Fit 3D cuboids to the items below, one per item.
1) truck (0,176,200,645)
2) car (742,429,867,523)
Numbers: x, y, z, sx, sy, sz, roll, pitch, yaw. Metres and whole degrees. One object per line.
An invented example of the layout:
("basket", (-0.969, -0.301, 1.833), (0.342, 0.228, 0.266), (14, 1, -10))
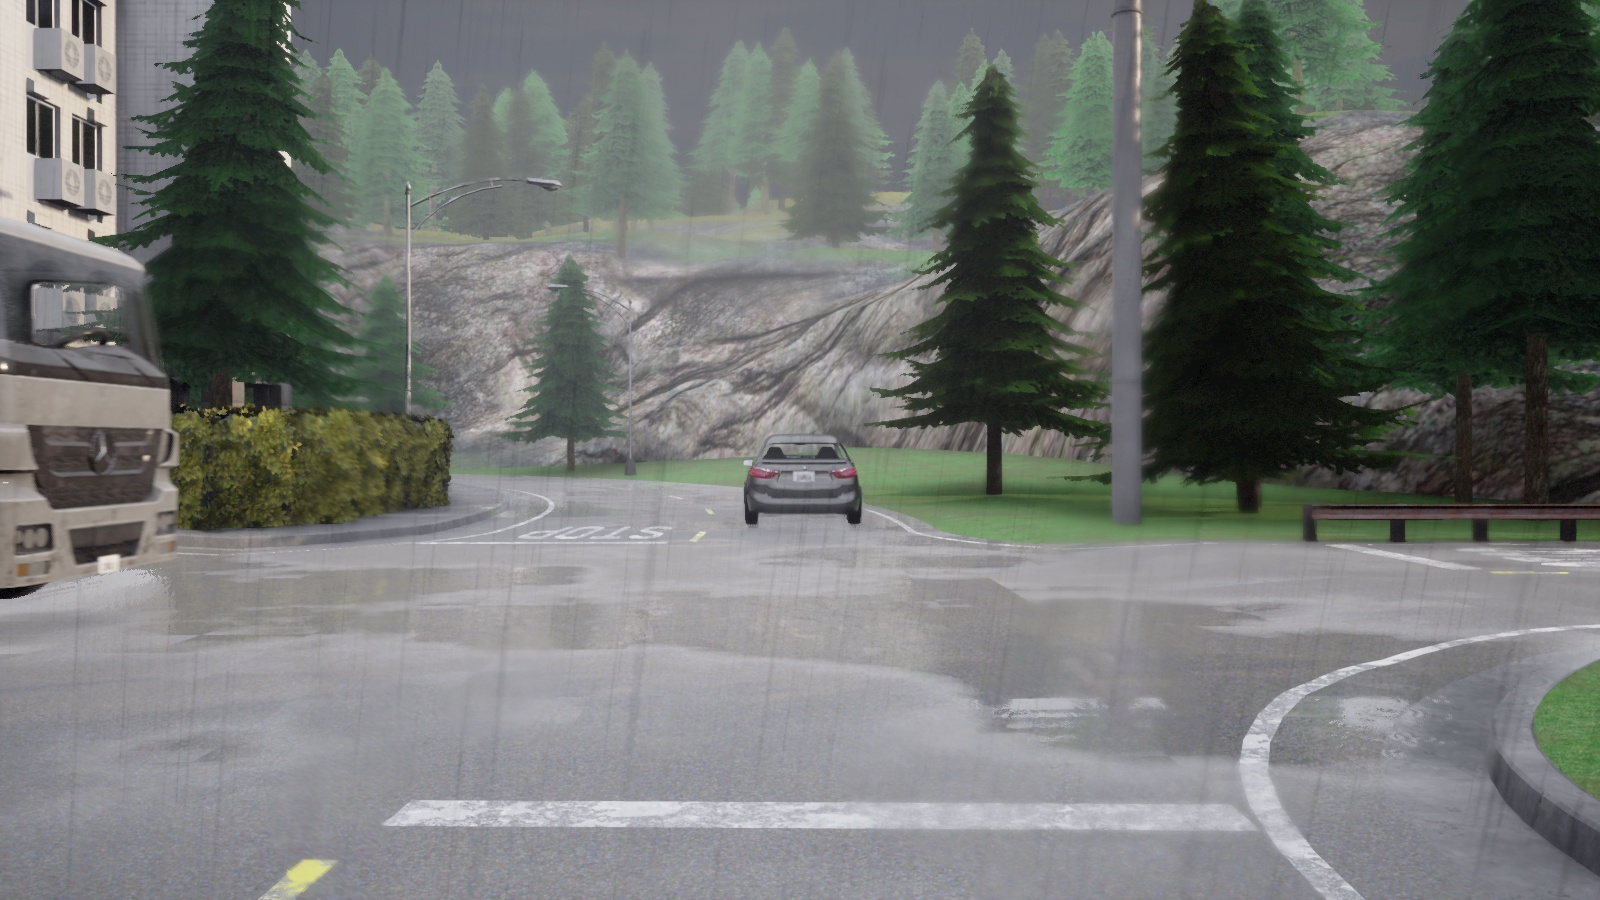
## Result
("truck", (-9.820, -0.415, 10.687), (7.936, 3.462, 2.891), (2, 0, -1))
("car", (-0.021, 0.451, 24.782), (2.242, 1.667, 4.611), (0, 0, -3))
